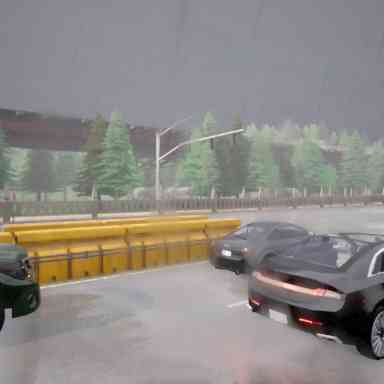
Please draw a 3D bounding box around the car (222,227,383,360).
[{"bbox_3d":[3.143,1.491,5.972,4.902,1.511,2.128,0,0,-36],"label":"car"}]

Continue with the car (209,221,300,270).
[{"bbox_3d":[2.535,1.564,9.833,4.181,1.385,1.994,0,0,-36],"label":"car"}]

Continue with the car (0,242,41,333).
[{"bbox_3d":[-5.093,1.222,4.420,5.566,2.045,2.150,0,0,-35],"label":"car"}]
